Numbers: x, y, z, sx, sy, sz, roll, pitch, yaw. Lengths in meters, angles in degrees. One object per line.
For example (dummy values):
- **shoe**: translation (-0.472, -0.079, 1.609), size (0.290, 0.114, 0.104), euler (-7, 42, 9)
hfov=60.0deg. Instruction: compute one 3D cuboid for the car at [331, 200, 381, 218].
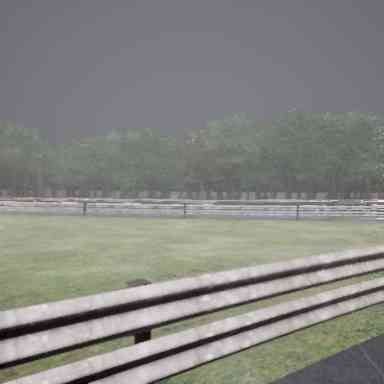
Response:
- **car**: translation (16.623, 1.621, 33.729), size (4.553, 1.767, 2.097), euler (0, 0, 11)
